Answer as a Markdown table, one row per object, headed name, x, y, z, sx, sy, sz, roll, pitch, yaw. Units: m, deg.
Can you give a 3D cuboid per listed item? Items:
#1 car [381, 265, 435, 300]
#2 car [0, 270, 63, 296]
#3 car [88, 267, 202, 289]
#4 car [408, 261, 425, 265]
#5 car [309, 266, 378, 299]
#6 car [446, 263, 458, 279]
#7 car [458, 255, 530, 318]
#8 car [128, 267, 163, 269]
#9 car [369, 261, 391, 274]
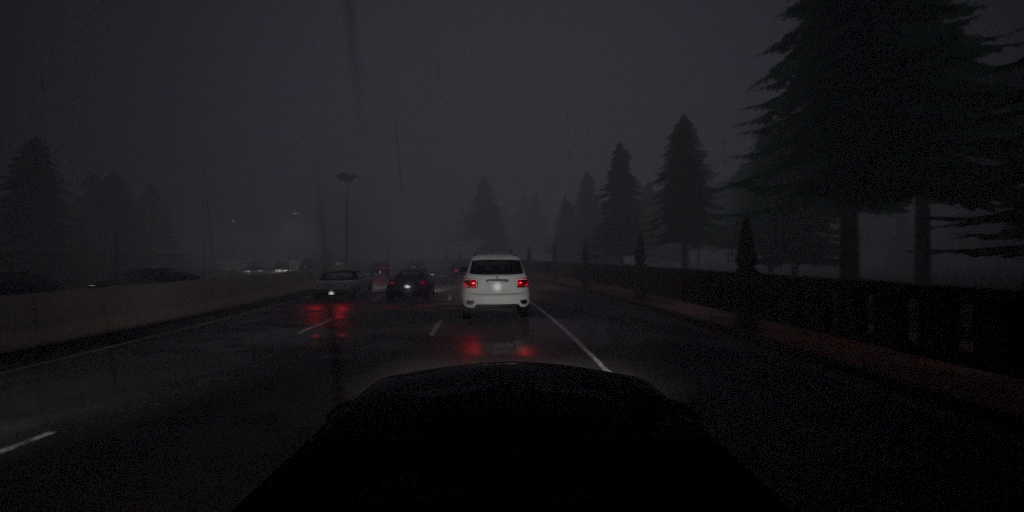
| name | x | y | z | sx | sy | sz | roll | pitch | yaw |
| --- | --- | --- | --- | --- | --- | --- | --- | --- | --- |
| car | -4.918 | 1.332 | 17.827 | 1.994 | 1.385 | 4.181 | 0 | 0 | -9 |
| car | -22.374 | 1.359 | 15.374 | 1.812 | 1.442 | 4.674 | 0 | 0 | -10 |
| car | -15.378 | 1.372 | 15.768 | 1.994 | 1.385 | 4.181 | 0 | 0 | -10 |
| car | -9.869 | 1.279 | 36.951 | 2.128 | 1.511 | 4.902 | 0 | 0 | -20 |
| car | -8.504 | 1.383 | 18.355 | 1.895 | 1.301 | 4.718 | 0 | 0 | -9 |
| car | -4.947 | 1.316 | 33.455 | 2.033 | 1.411 | 5.357 | 0 | 0 | -18 |
| car | -0.720 | 0.974 | 13.253 | 2.150 | 2.045 | 5.566 | 0 | 0 | -6 |
| car | -19.503 | 1.329 | 19.025 | 1.837 | 1.490 | 4.892 | 0 | -1 | -12 |
| car | -13.678 | 1.306 | 37.190 | 1.837 | 1.490 | 4.892 | 0 | 0 | -20 |
